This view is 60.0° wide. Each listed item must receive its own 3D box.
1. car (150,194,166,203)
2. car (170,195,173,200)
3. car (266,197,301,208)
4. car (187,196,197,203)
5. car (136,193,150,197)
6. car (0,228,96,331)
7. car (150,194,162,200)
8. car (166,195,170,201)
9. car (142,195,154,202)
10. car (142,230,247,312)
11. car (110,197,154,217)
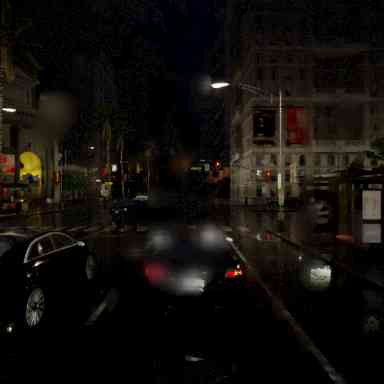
[{"bbox_3d":[-7.112,1.553,69.873,1.994,1.385,4.181,0,0,0],"label":"car"},{"bbox_3d":[-6.312,1.524,90.185,1.812,1.442,4.674,0,0,10],"label":"car"},{"bbox_3d":[13.003,1.477,46.818,5.008,1.535,1.882,0,0,1],"label":"car"},{"bbox_3d":[0.010,1.564,67.155,1.994,1.385,4.181,0,0,0],"label":"car"},{"bbox_3d":[-10.613,1.225,70.677,2.150,2.045,5.566,0,0,0],"label":"car"},{"bbox_3d":[-3.453,1.492,6.855,2.128,1.511,4.902,0,0,0],"label":"car"},{"bbox_3d":[-9.746,1.355,90.868,2.097,1.767,4.553,0,0,10],"label":"car"},{"bbox_3d":[-7.125,1.355,80.056,2.097,1.767,4.553,0,0,0],"label":"car"},{"bbox_3d":[-10.626,1.540,80.693,2.033,1.411,5.357,0,0,0],"label":"car"},{"bbox_3d":[0.052,1.564,7.790,1.994,1.385,4.181,0,0,0],"label":"car"},{"bbox_3d":[-5.804,1.526,31.597,1.812,1.442,4.674,0,0,22],"label":"car"}]
